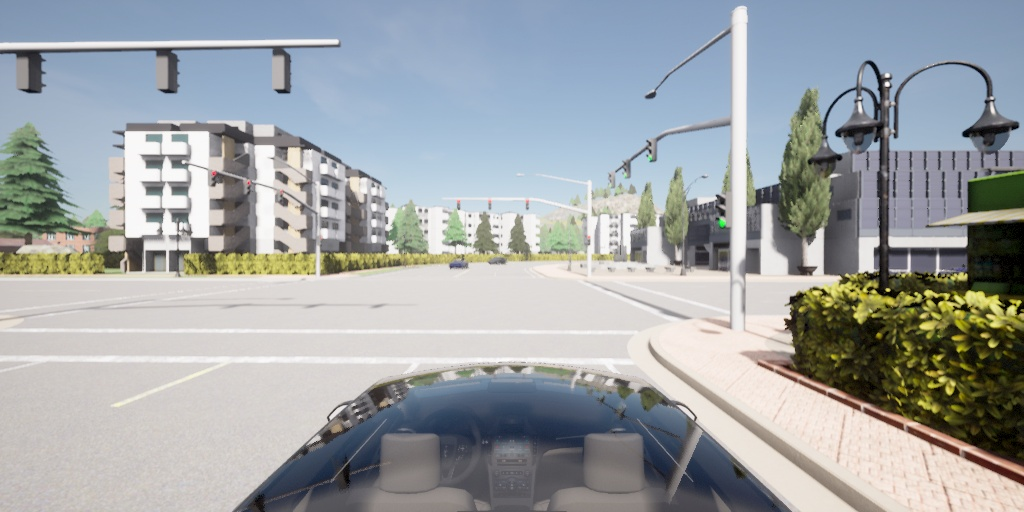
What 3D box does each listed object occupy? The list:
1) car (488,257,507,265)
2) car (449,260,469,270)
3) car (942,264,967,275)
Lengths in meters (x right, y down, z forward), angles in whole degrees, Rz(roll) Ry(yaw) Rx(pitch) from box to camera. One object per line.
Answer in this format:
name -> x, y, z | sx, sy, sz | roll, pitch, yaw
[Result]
car -> -2.623, 0.921, 64.488 | 1.837, 1.490, 4.892 | 0, 0, 25
car -> -6.947, 1.110, 46.856 | 1.895, 1.301, 4.718 | 0, 0, 3
car -> 31.299, 0.987, 23.498 | 4.553, 1.767, 2.097 | 0, 0, 1
